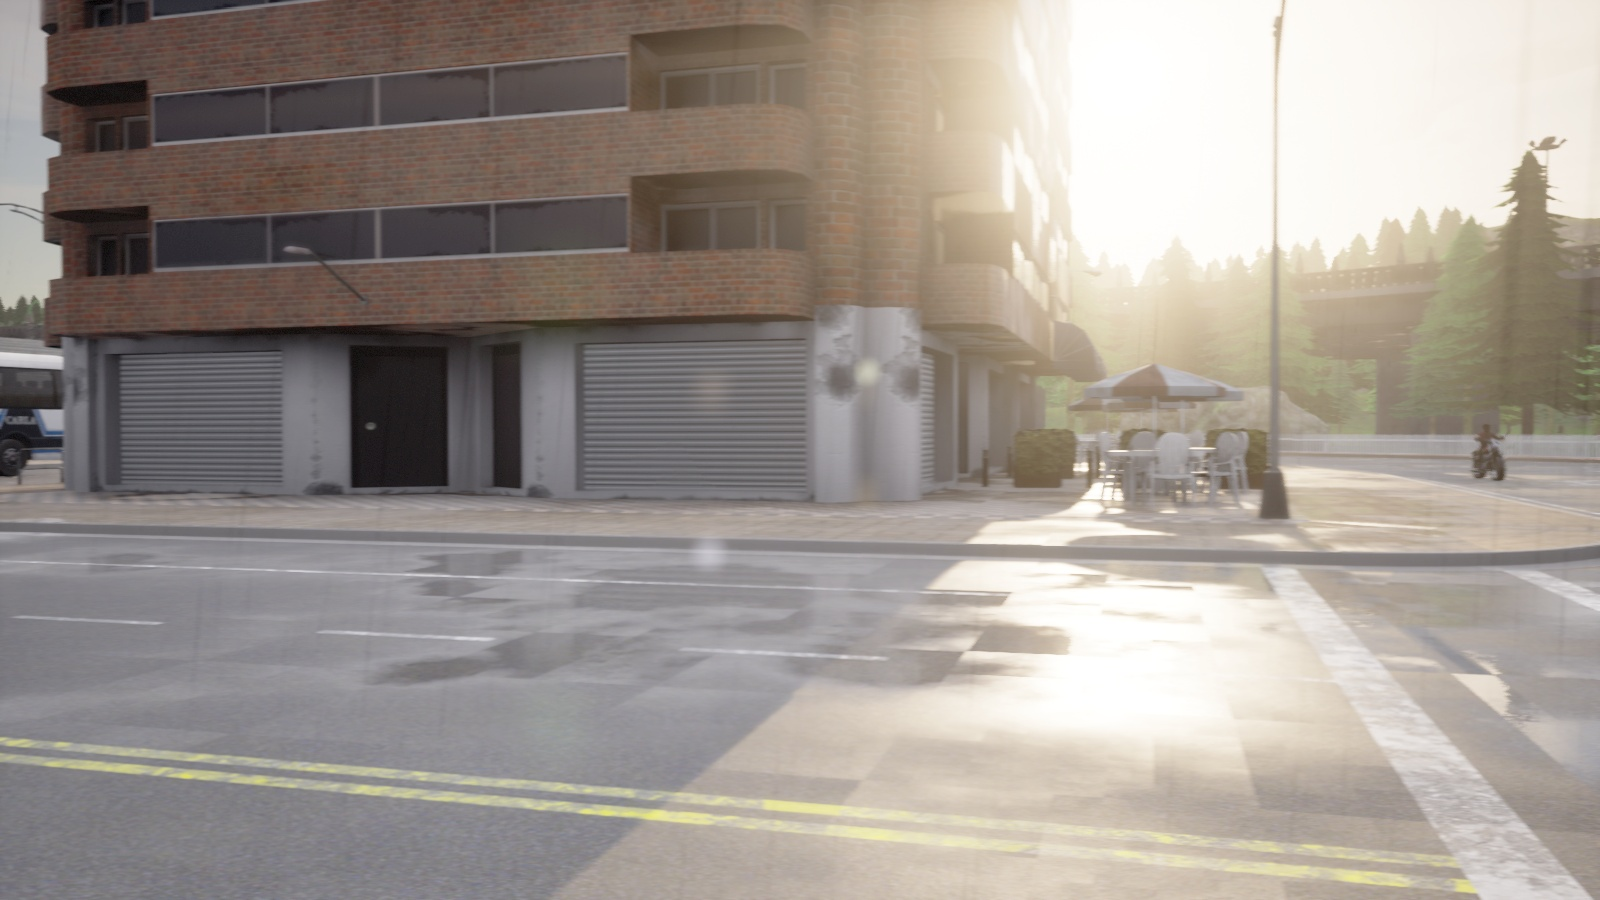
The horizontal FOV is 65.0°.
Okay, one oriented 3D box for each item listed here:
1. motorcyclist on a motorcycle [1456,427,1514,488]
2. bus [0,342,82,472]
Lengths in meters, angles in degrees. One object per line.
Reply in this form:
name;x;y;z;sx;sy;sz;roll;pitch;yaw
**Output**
motorcyclist on a motorcycle;19.219;0.195;35.282;0.766;1.649;2.350;0;1;12
bus;-28.621;-1.394;39.884;3.944;4.253;10.273;1;1;15
